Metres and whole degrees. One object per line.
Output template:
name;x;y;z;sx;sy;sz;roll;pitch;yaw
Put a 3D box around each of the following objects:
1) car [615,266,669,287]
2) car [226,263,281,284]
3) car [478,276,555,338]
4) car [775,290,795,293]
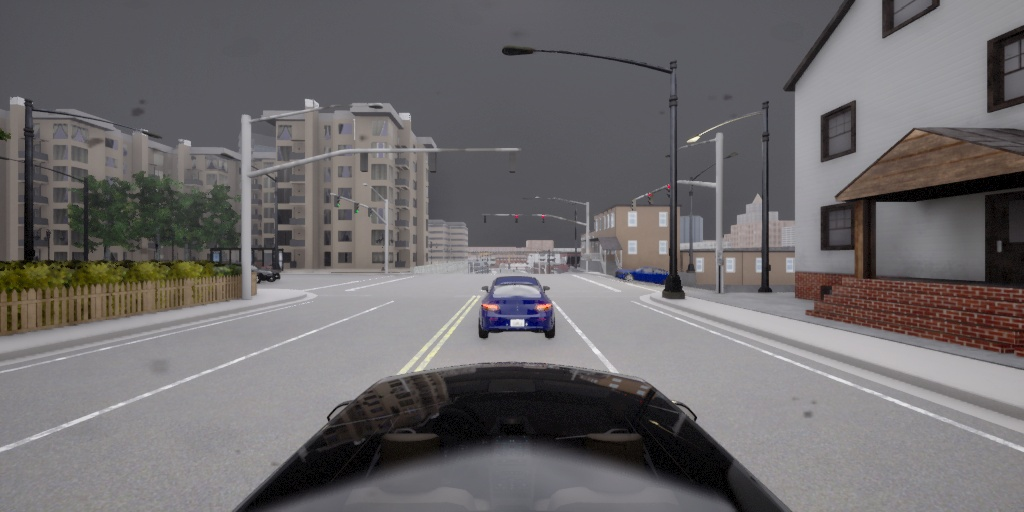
car;11.115;1.599;29.750;5.008;1.535;1.882;8;0;1
car;-19.814;1.255;26.510;4.892;1.490;1.837;0;0;1
car;0.110;1.276;10.013;1.812;1.442;4.674;0;0;0
car;24.221;3.452;29.645;4.553;1.767;2.097;11;0;0
